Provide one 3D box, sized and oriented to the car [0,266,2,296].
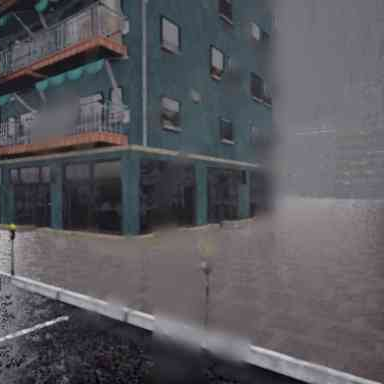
[{"bbox_3d":[-5.482,1.531,6.644,4.313,1.339,1.947,0,0,36],"label":"car"}]
